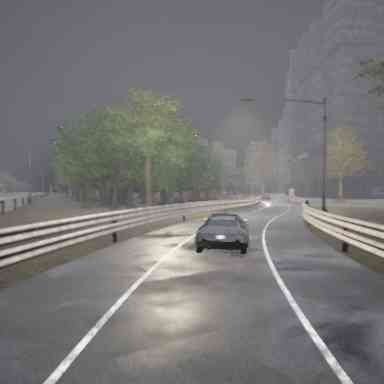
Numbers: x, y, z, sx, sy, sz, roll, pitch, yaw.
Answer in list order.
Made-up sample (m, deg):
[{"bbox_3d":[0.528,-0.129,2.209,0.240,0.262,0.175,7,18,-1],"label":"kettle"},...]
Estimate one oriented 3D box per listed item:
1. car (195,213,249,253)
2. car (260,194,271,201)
[{"bbox_3d":[1.349,1.573,13.782,1.994,1.385,4.181,0,0,10],"label":"car"},{"bbox_3d":[19.169,1.327,87.216,2.097,1.767,4.553,0,0,2],"label":"car"}]
